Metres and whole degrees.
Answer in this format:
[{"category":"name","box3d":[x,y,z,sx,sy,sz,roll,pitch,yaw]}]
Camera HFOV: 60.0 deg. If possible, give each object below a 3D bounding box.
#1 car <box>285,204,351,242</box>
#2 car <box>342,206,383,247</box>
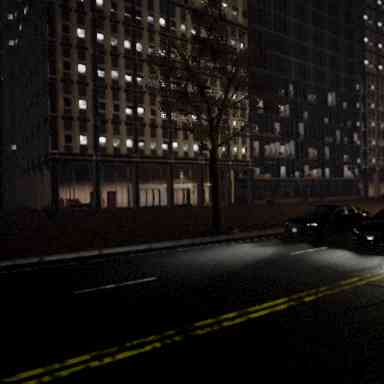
[{"category":"car","box3d":[6.427,1.327,15.618,4.902,1.511,2.128,-1,0,-34]},{"category":"car","box3d":[8.201,1.318,12.896,4.892,1.490,1.837,-1,0,-34]}]
